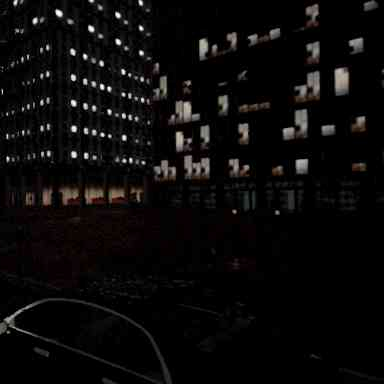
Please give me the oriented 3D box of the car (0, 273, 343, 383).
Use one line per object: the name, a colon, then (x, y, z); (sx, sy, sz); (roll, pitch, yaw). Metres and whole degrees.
car: (-0.805, 1.558, 3.463); (4.403, 1.369, 2.008); (0, -1, 36)
